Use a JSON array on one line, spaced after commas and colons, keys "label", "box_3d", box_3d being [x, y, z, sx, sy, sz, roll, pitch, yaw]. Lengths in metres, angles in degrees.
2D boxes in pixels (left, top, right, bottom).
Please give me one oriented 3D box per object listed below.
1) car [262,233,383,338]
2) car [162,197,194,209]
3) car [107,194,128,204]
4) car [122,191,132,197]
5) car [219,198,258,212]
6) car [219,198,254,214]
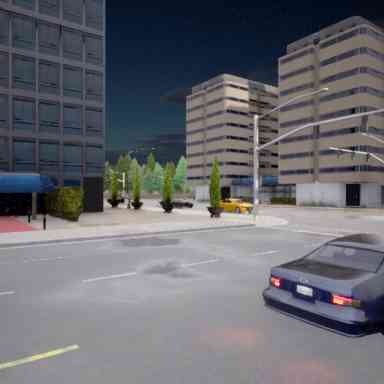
[{"label": "car", "box_3d": [3.768, 1.547, 6.510, 5.357, 1.411, 2.033, 0, 0, -35]}, {"label": "car", "box_3d": [-1.744, 1.601, 44.925, 1.895, 1.301, 4.718, 0, 0, -35]}, {"label": "car", "box_3d": [-14.335, 1.601, 63.039, 1.895, 1.301, 4.718, 0, 0, -35]}, {"label": "car", "box_3d": [-12.323, 0.879, 66.290, 2.150, 2.045, 5.566, 0, 0, -35]}, {"label": "car", "box_3d": [5.608, 1.505, 40.535, 1.837, 1.490, 4.892, 0, 0, -35]}, {"label": "car", "box_3d": [4.509, 1.478, 36.001, 1.882, 1.535, 5.008, 0, 0, -35]}]
